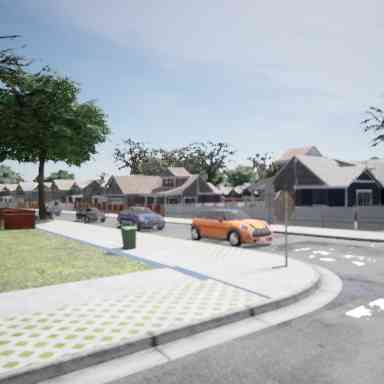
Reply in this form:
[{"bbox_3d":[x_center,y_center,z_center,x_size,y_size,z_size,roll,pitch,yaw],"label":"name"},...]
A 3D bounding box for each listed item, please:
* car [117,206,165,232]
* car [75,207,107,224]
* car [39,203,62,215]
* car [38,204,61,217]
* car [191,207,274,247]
[{"bbox_3d":[-3.888,1.910,24.896,2.097,1.767,4.553,0,-1,-36],"label":"car"},{"bbox_3d":[-10.247,2.331,33.503,1.837,1.490,4.892,0,-1,-37],"label":"car"},{"bbox_3d":[-23.228,2.734,54.560,2.097,1.767,4.553,0,-1,-41],"label":"car"},{"bbox_3d":[-19.812,2.738,45.962,1.837,1.490,4.892,0,-1,-39],"label":"car"},{"bbox_3d":[1.907,1.650,16.909,2.097,1.767,4.553,0,-1,-36],"label":"car"}]
